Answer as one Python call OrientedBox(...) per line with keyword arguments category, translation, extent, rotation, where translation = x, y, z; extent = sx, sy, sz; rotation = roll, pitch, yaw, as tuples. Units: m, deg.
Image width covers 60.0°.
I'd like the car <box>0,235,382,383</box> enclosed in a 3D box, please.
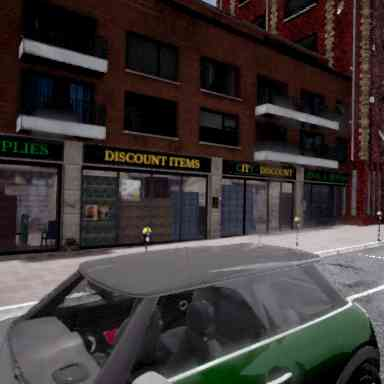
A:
OrientedBox(category="car", translation=(-0.424, 1.353, 2.771), extent=(4.553, 1.767, 2.097), rotation=(0, 0, -36))
